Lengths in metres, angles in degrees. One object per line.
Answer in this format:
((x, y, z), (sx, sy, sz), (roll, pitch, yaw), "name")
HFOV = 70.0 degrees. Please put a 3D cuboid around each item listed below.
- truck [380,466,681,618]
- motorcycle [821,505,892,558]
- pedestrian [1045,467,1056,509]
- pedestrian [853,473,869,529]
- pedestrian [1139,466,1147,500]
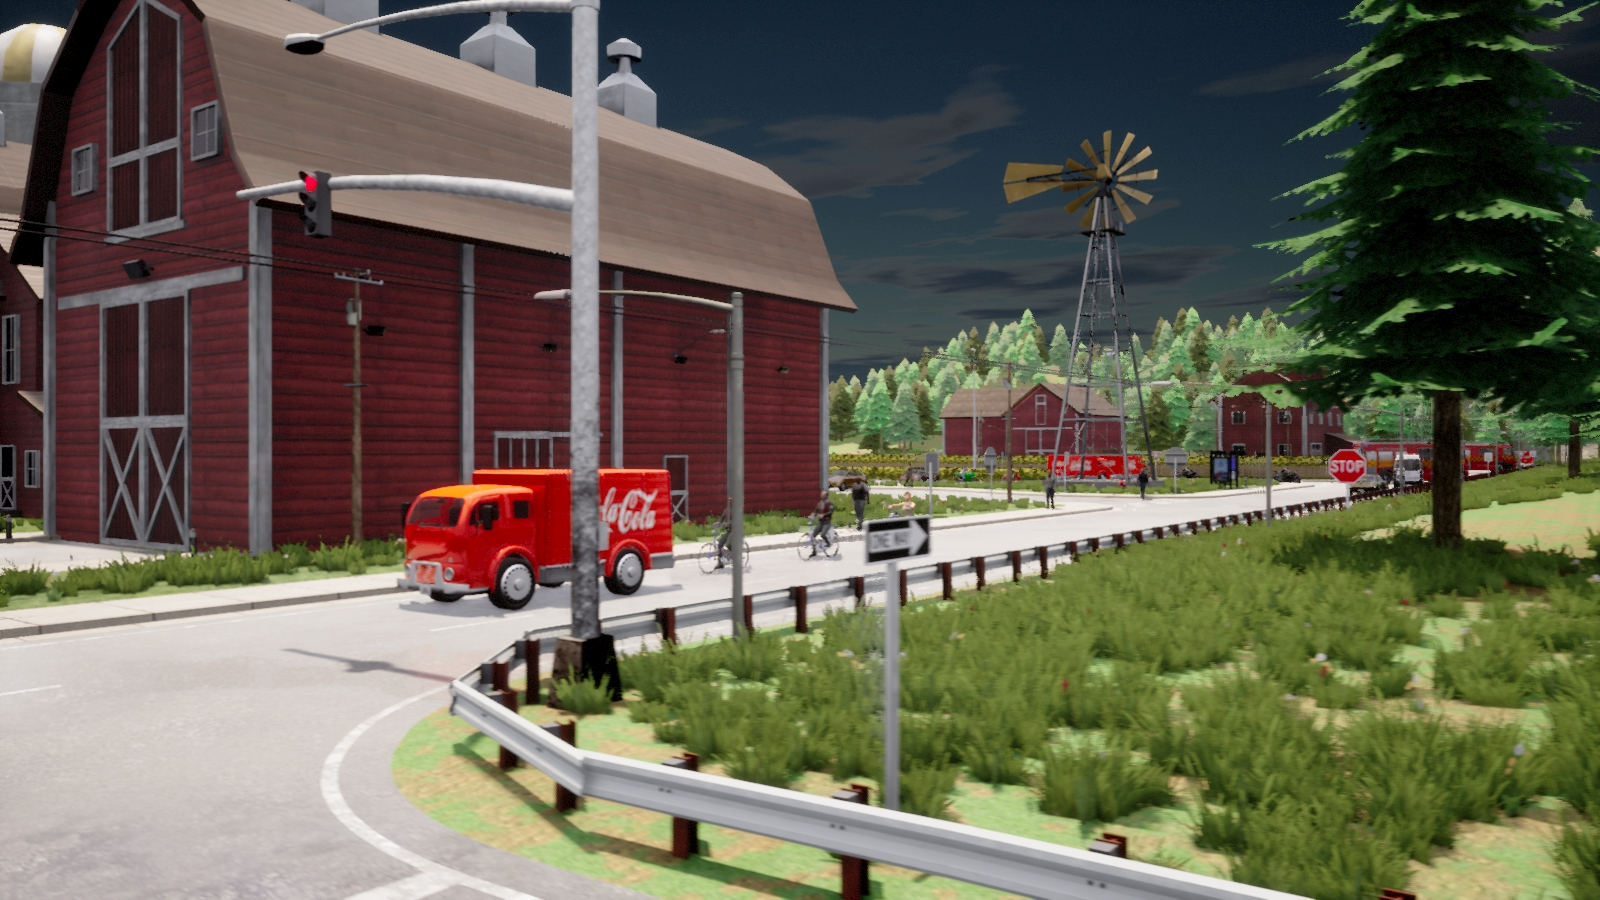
((-5.009, 1.575, 21.995), (2.627, 2.467, 5.204), (0, 0, 36), "truck")
((1.549, 2.176, 30.990), (0.764, 1.277, 2.356), (0, 0, 36), "motorcycle")
((11.189, 1.705, 51.005), (0.375, 1.860, 0.375), (0, 0, 36), "pedestrian")
((2.043, 1.704, 38.182), (0.375, 1.860, 0.375), (0, 0, 33), "pedestrian")
((19.218, 1.856, 63.990), (0.375, 1.860, 0.375), (0, 0, 31), "pedestrian")
